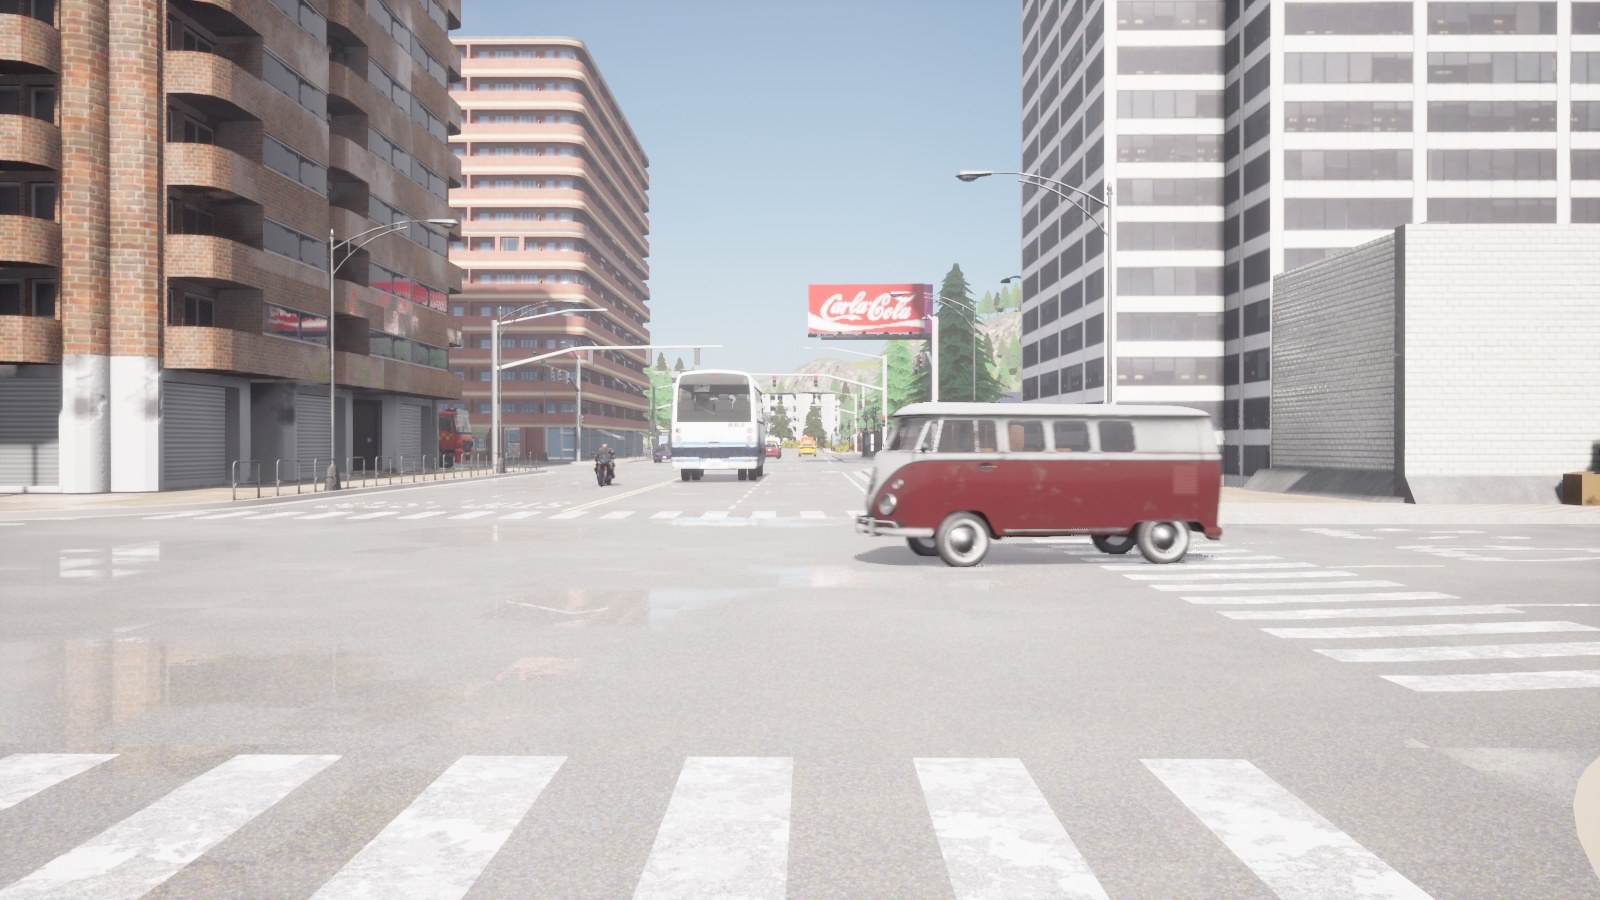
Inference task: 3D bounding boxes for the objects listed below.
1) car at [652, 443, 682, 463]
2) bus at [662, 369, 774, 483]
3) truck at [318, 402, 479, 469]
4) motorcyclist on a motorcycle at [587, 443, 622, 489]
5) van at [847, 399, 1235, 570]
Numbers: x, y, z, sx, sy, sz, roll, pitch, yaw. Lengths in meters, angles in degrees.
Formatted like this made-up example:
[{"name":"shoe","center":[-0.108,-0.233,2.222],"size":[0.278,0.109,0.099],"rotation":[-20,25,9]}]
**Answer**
[{"name":"car","center":[-9.944,0.221,94.148],"size":[1.816,1.474,4.193],"rotation":[0,0,1]},{"name":"bus","center":[-3.180,-0.928,52.331],"size":[3.944,4.253,10.273],"rotation":[0,0,0]},{"name":"truck","center":[-23.283,-0.850,73.108],"size":[8.468,3.827,2.891],"rotation":[0,0,1]},{"name":"motorcyclist on a motorcycle","center":[-6.733,0.531,43.345],"size":[0.866,1.530,2.191],"rotation":[0,0,0]},{"name":"van","center":[2.957,0.409,15.812],"size":[4.442,1.987,1.775],"rotation":[0,0,-10]}]
